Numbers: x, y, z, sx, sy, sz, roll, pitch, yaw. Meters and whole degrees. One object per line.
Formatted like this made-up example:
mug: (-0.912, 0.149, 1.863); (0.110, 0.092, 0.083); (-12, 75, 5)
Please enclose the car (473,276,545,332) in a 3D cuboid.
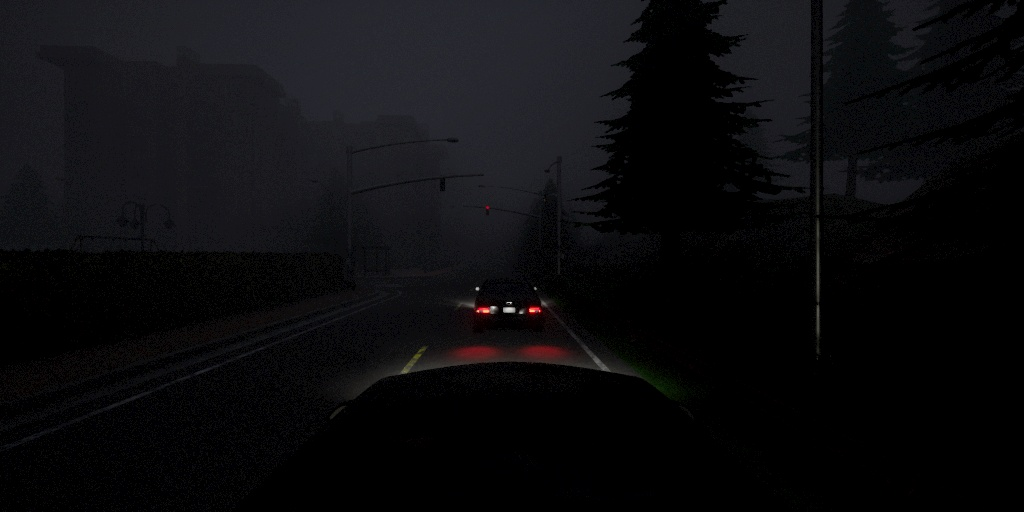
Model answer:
car: (-0.155, 1.297, 10.797); (2.033, 1.411, 5.357); (0, 0, -2)
